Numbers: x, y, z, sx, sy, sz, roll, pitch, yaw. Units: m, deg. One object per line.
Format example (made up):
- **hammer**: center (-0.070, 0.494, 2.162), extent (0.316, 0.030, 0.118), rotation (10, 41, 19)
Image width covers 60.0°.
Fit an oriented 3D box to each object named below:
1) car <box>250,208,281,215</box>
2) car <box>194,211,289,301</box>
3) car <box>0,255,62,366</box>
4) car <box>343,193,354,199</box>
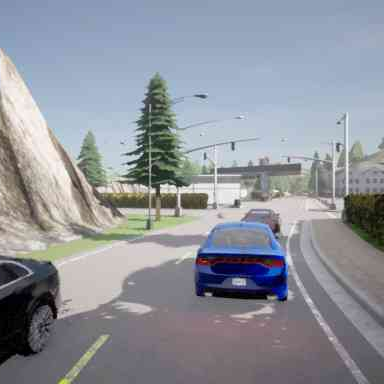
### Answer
- **car**: center (3.687, 1.564, 17.664), extent (1.994, 1.385, 4.181), rotation (0, 0, 17)
- **car**: center (1.287, 1.478, 8.474), extent (1.882, 1.535, 5.008), rotation (0, 0, 10)
- **car**: center (-3.128, 1.491, 3.333), extent (2.128, 1.511, 4.902), rotation (0, 0, 5)
- **car**: center (40.162, 1.077, 82.998), extent (3.866, 1.878, 1.905), rotation (0, 0, 19)
